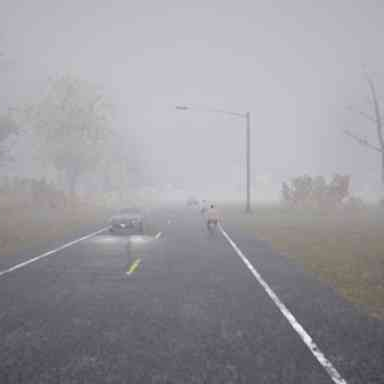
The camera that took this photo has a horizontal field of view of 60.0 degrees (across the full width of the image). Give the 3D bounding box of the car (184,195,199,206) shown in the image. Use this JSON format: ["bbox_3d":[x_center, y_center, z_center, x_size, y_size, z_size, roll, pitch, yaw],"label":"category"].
[{"bbox_3d":[0.120,1.563,53.946,1.895,1.301,4.718,0,0,0],"label":"car"}]

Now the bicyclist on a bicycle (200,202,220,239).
[{"bbox_3d":[0.989,1.428,16.334,0.866,1.612,1.509,0,0,0],"label":"bicyclist on a bicycle"}]

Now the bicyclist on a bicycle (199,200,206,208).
[{"bbox_3d":[0.952,1.422,25.752,0.866,1.612,1.509,0,0,0],"label":"bicyclist on a bicycle"}]

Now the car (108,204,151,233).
[{"bbox_3d":[-3.592,1.494,19.767,1.837,1.490,4.892,0,0,0],"label":"car"}]
